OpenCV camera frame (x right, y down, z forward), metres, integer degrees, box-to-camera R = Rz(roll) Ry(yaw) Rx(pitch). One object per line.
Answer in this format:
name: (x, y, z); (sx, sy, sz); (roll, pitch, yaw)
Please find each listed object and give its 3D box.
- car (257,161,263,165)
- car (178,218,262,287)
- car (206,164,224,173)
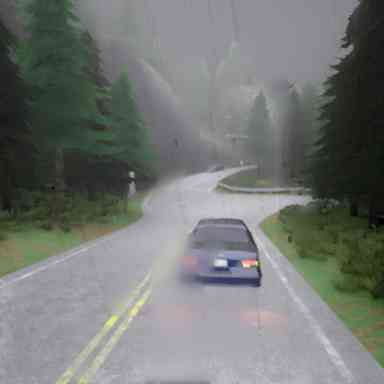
car: (16.836, -6.646, 73.607); (4.718, 1.301, 1.895); (-8, 8, -26)
car: (0.796, 1.413, 9.066); (2.033, 1.411, 5.357); (0, 1, 6)
car: (4.344, -4.440, 62.768); (2.128, 1.511, 4.902); (4, 11, 34)
